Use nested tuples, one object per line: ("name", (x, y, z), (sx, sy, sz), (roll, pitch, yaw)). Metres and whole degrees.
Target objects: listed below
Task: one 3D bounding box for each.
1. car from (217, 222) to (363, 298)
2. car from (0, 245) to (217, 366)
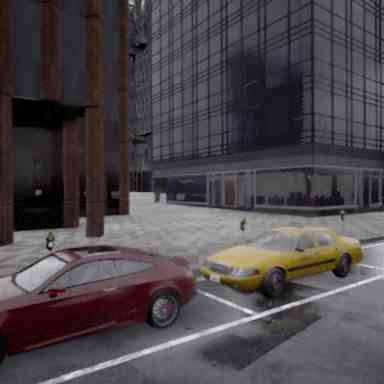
("car", (2.447, 1.476, 8.395), (4.829, 1.417, 1.752), (-1, 0, -36))
("car", (-1.841, 1.571, 5.336), (4.206, 1.307, 1.802), (-1, 0, -36))
